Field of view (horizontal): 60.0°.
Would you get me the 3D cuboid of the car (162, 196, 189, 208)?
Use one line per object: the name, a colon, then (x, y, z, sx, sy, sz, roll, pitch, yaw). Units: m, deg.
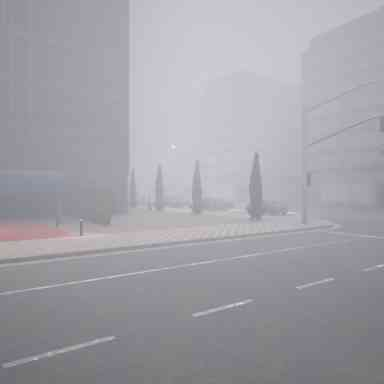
car: (-2.959, 1.352, 48.452, 2.097, 1.767, 4.553, 0, 0, -35)

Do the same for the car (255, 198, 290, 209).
car: (11.247, 1.601, 46.757, 1.895, 1.301, 4.718, 0, 0, -35)

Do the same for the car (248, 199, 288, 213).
car: (8.604, 1.564, 37.981, 1.994, 1.385, 4.181, 0, 0, -35)

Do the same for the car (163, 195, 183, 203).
car: (-3.959, 1.477, 68.570, 1.882, 1.535, 5.008, 0, 0, -35)

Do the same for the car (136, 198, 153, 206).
car: (-8.528, 1.601, 56.490, 1.895, 1.301, 4.718, 0, 0, -34)

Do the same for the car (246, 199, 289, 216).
car: (7.457, 1.526, 33.507, 1.812, 1.442, 4.674, 0, 0, -37)

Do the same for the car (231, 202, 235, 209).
car: (3.798, 1.564, 44.873, 1.994, 1.385, 4.181, 0, 0, -35)

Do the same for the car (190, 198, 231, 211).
car: (2.210, 1.505, 41.029, 1.837, 1.490, 4.892, 0, 0, -35)
